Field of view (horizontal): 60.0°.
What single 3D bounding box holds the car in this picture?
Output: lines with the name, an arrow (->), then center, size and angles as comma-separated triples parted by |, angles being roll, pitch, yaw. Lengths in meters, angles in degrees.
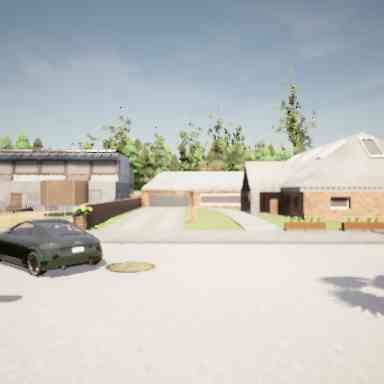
car -> -4.653, 1.531, 10.318 | 4.181, 1.385, 1.994 | 0, 0, 39
